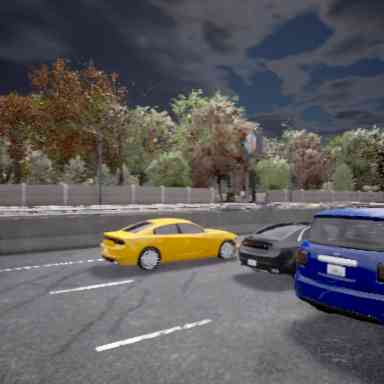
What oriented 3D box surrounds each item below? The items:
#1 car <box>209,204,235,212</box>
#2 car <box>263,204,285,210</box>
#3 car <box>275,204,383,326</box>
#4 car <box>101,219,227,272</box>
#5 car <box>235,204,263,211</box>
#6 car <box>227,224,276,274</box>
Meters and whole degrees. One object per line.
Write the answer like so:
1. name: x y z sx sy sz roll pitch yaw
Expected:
1. car: 4.223 2.169 40.247 4.674 1.442 1.812 0 -1 -33
2. car: 10.431 2.041 35.961 4.902 1.511 2.128 0 -1 -33
3. car: 4.467 1.316 6.620 5.566 2.045 2.150 0 -1 -33
4. car: -0.601 1.673 11.655 5.008 1.535 1.882 0 -1 -33
5. car: 7.928 2.148 38.504 5.357 1.411 2.033 0 -1 -33
6. car: 3.634 1.661 10.259 4.892 1.490 1.837 0 -1 -33
